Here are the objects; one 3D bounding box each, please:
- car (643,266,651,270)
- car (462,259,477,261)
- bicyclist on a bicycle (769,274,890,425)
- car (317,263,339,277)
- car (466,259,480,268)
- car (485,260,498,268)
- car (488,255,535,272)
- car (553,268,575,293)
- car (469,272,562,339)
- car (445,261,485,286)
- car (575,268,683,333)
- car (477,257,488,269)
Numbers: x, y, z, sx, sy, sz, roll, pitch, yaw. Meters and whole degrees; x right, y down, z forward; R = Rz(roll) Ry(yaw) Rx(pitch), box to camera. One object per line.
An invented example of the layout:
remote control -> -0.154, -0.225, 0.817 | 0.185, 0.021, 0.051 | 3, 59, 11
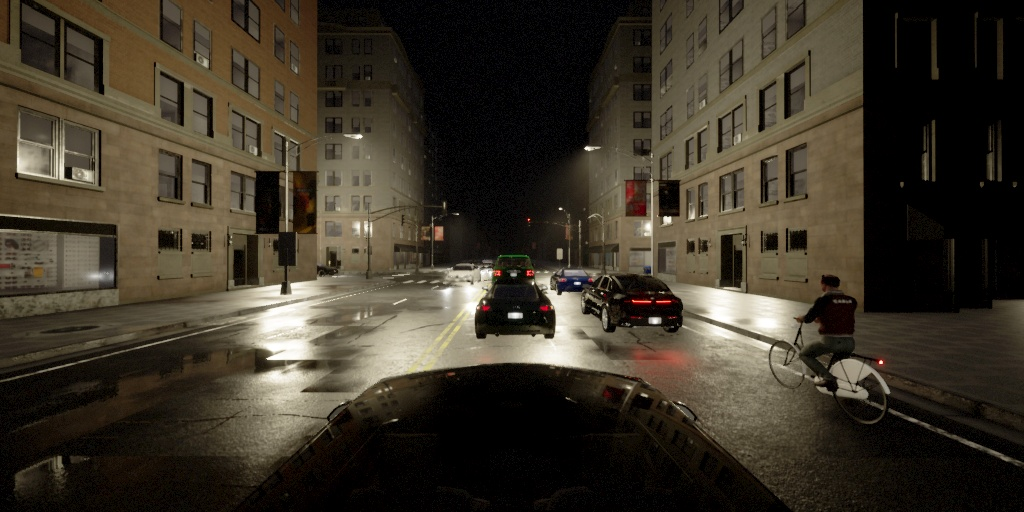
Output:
car -> 16.352, 1.290, 37.667 | 5.008, 1.535, 1.882 | 0, 0, 0
car -> -6.661, 1.293, 52.322 | 1.812, 1.442, 4.674 | 0, 0, 0
bicyclist on a bicycle -> 4.139, 1.121, 4.871 | 0.659, 1.776, 1.843 | 0, 0, 0
car -> -19.193, 1.299, 34.809 | 4.181, 1.385, 1.994 | 0, 0, 0
car -> -6.660, 1.275, 61.332 | 1.837, 1.490, 4.892 | 0, 0, 0
car -> -3.413, 1.371, 60.332 | 1.895, 1.301, 4.718 | 0, 0, 0
car -> 0.074, 0.975, 19.517 | 2.150, 2.045, 5.566 | 0, 0, 0
car -> 3.223, 1.318, 19.668 | 1.994, 1.385, 4.181 | 0, 0, 0
car -> 0.084, 1.315, 10.104 | 1.994, 1.385, 4.181 | 0, 0, 0
car -> -3.354, 1.282, 25.230 | 1.812, 1.442, 4.674 | 0, 0, 4
car -> 3.333, 1.256, 10.772 | 1.837, 1.490, 4.892 | 0, 0, 0
car -> -3.412, 1.259, 51.067 | 2.128, 1.511, 4.902 | 0, 0, 0
